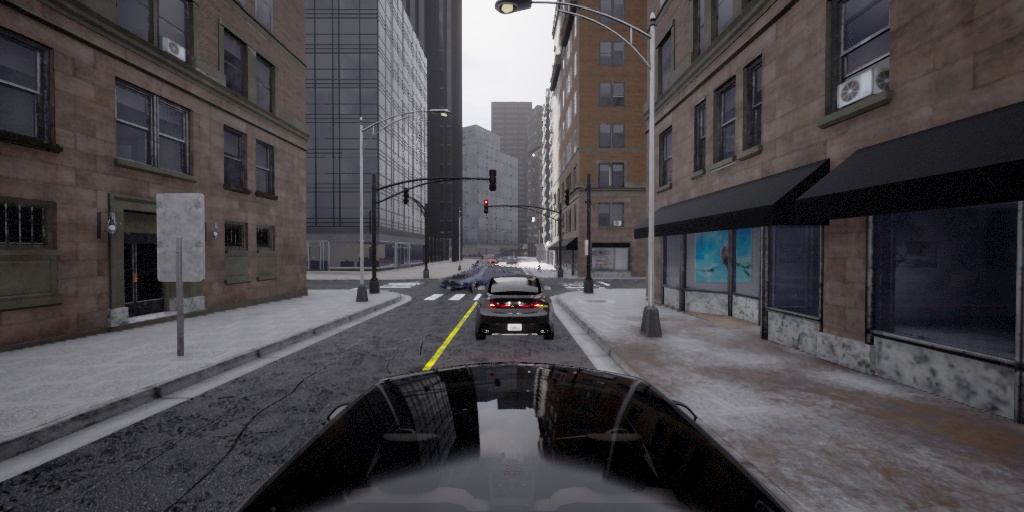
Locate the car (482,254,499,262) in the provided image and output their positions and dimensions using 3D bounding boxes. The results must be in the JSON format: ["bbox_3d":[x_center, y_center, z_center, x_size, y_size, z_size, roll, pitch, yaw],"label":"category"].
[{"bbox_3d":[-3.151,0.809,48.266,2.150,2.045,5.566,0,1,0],"label":"car"}]

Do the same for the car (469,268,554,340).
[{"bbox_3d":[0.070,1.252,9.972,1.837,1.490,4.892,0,0,0],"label":"car"}]

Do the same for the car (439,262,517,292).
[{"bbox_3d":[-1.632,1.289,20.805,2.033,1.411,5.357,0,0,39],"label":"car"}]

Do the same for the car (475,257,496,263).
[{"bbox_3d":[-3.134,1.163,37.962,2.128,1.511,4.902,0,0,0],"label":"car"}]
